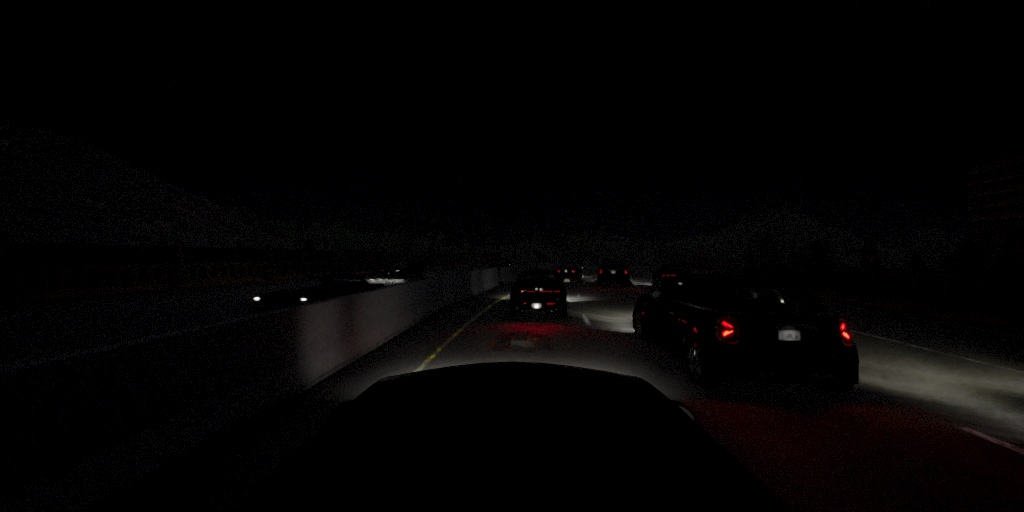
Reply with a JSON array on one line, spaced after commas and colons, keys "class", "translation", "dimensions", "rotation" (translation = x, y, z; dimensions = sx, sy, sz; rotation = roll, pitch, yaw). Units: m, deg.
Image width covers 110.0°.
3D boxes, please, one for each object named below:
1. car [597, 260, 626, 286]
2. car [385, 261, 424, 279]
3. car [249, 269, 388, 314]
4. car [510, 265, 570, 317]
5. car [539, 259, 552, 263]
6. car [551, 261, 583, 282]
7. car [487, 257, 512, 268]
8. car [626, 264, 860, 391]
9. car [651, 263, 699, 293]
[{"class": "car", "translation": [7.119, 1.081, 25.334], "dimensions": [2.097, 1.767, 4.553], "rotation": [0, 0, 15]}, {"class": "car", "translation": [-9.527, 1.172, 31.744], "dimensions": [1.812, 1.442, 4.674], "rotation": [0, 0, 16]}, {"class": "car", "translation": [-6.330, 1.302, 12.286], "dimensions": [1.895, 1.301, 4.718], "rotation": [0, 0, 7]}, {"class": "car", "translation": [1.055, 1.235, 13.154], "dimensions": [1.837, 1.490, 4.892], "rotation": [0, 0, 7]}, {"class": "car", "translation": [5.633, 1.200, 58.459], "dimensions": [2.033, 1.411, 5.357], "rotation": [0, 0, 16]}, {"class": "car", "translation": [5.015, 1.256, 31.031], "dimensions": [2.033, 1.411, 5.357], "rotation": [0, 0, 16]}, {"class": "car", "translation": [-1.555, 0.999, 46.512], "dimensions": [2.097, 1.767, 4.553], "rotation": [0, 0, 17]}, {"class": "car", "translation": [3.946, 1.107, 7.048], "dimensions": [2.097, 1.767, 4.553], "rotation": [0, 0, 4]}, {"class": "car", "translation": [9.887, 1.252, 22.128], "dimensions": [1.837, 1.490, 4.892], "rotation": [0, 0, 14]}]
